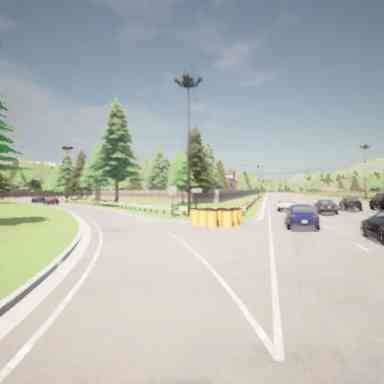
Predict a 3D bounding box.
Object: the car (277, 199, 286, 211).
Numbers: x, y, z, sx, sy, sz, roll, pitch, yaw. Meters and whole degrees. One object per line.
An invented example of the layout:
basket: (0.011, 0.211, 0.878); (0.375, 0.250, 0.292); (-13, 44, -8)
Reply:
car: (10.518, 1.486, 37.439); (1.895, 1.301, 4.718); (0, 0, 13)

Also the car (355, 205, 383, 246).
car: (8.976, 1.497, 14.731); (1.994, 1.385, 4.181); (0, 0, 13)

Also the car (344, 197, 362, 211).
car: (17.676, 1.358, 37.362); (1.837, 1.490, 4.892); (0, 0, 13)

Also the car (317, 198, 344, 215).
car: (13.035, 1.430, 32.699); (2.033, 1.411, 5.357); (0, 0, 13)

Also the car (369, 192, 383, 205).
car: (20.943, 1.062, 35.938); (2.150, 2.045, 5.566); (0, 0, 13)

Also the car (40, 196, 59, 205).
car: (-24.800, 1.535, 58.681); (1.812, 1.442, 4.674); (0, 0, -37)

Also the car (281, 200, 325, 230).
car: (6.698, 1.459, 20.536); (1.812, 1.442, 4.674); (0, 0, 13)

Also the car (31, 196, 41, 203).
car: (-30.771, 1.474, 66.631); (2.128, 1.511, 4.902); (0, 0, -37)
